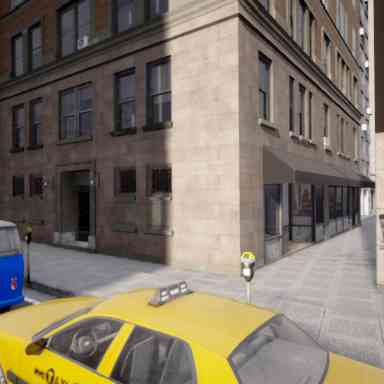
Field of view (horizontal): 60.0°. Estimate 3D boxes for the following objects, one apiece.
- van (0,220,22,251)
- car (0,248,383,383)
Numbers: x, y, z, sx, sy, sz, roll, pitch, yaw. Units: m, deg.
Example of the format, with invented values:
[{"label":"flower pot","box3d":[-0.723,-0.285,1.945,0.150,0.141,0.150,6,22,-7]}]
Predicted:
[{"label":"van","box3d":[-4.877,1.341,6.352,3.998,1.788,1.690,0,-1,36]},{"label":"car","box3d":[-0.403,1.525,3.147,4.829,1.417,1.752,0,-1,36]}]
